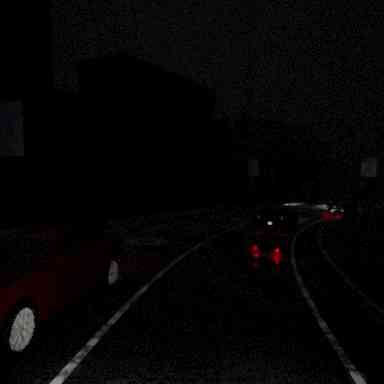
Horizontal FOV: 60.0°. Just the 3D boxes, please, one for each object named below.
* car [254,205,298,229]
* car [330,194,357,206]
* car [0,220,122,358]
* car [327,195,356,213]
[{"bbox_3d":[5.318,1.434,20.480,1.895,1.301,4.718,3,2,26],"label":"car"},{"bbox_3d":[20.822,1.067,45.676,1.895,1.301,4.718,5,4,44],"label":"car"},{"bbox_3d":[-2.910,1.370,6.166,1.882,1.535,5.008,1,1,9],"label":"car"},{"bbox_3d":[15.881,1.258,35.047,2.128,1.511,4.902,5,3,41],"label":"car"}]
